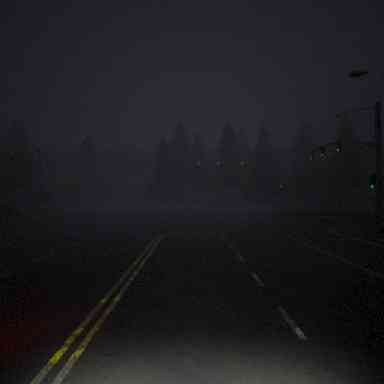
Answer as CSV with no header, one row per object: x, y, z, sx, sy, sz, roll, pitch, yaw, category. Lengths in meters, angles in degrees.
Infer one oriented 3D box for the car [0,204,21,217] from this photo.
-20.113,1.870,33.723,4.718,1.301,1.895,0,-1,1,car
